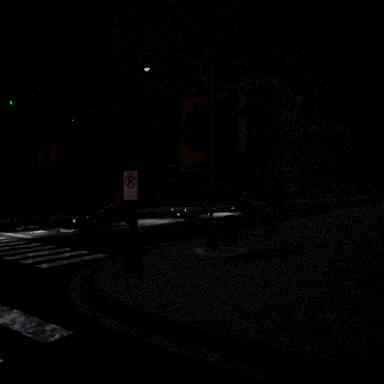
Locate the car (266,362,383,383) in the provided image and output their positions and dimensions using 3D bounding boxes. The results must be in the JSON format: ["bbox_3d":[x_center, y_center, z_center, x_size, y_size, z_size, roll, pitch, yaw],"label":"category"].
[{"bbox_3d":[2.199,1.551,1.278,4.403,1.369,2.008,0,0,36],"label":"car"}]

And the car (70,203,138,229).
[{"bbox_3d":[-5.780,1.512,22.332,2.128,1.511,4.902,0,0,36],"label":"car"}]

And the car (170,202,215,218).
[{"bbox_3d":[0.113,1.639,30.693,1.895,1.301,4.718,0,0,36],"label":"car"}]

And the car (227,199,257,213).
[{"bbox_3d":[5.915,1.551,38.875,2.128,1.511,4.902,0,0,35],"label":"car"}]
